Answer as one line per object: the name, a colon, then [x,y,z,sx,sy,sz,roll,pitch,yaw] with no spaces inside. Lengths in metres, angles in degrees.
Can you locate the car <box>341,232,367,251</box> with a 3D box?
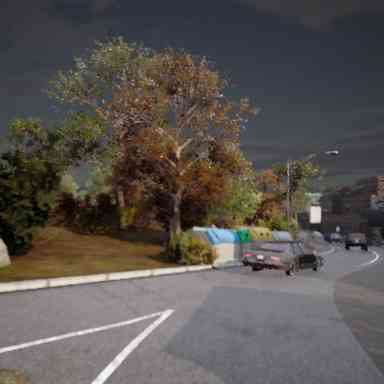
car: [19.396,5.857,39.573,2.150,2.045,5.566,0,-7,22]

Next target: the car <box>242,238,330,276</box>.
car: [4.340,2.951,15.317,2.033,1.411,5.357,-2,-8,40]

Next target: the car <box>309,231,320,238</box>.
car: [24.350,8.459,65.815,1.812,1.442,4.674,0,-3,3]

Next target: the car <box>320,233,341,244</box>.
car: [23.305,7.530,55.057,2.097,1.767,4.553,0,-4,9]
